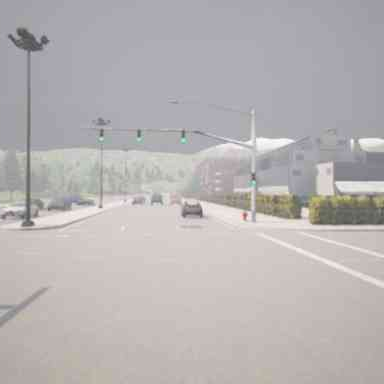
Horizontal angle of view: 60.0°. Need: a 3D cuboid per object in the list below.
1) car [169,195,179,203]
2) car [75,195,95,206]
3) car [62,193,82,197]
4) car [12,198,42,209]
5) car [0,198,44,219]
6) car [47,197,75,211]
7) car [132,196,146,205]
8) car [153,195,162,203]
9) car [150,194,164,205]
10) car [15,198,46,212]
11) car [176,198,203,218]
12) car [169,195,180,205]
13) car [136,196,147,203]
[{"bbox_3d":[-3.949,1.495,72.222,1.837,1.490,4.892,0,0,-5],"label":"car"},{"bbox_3d":[-17.489,1.673,55.005,1.895,1.301,4.718,0,0,-5],"label":"car"},{"bbox_3d":[-21.490,1.295,60.884,2.150,2.045,5.566,0,0,-5],"label":"car"},{"bbox_3d":[-23.888,1.587,48.388,2.033,1.411,5.357,0,0,-5],"label":"car"},{"bbox_3d":[-15.068,1.548,29.386,1.812,1.442,4.674,0,0,-5],"label":"car"},{"bbox_3d":[-16.160,1.608,40.640,1.994,1.385,4.181,0,0,-5],"label":"car"},{"bbox_3d":[-9.984,1.655,61.323,2.033,1.411,5.357,0,0,-5],"label":"car"},{"bbox_3d":[-7.434,1.462,71.901,1.882,1.535,5.008,0,0,-5],"label":"car"},{"bbox_3d":[-6.462,1.339,61.257,2.150,2.045,5.566,0,0,-5],"label":"car"},{"bbox_3d":[-19.684,1.536,40.749,1.837,1.490,4.892,0,1,-5],"label":"car"},{"bbox_3d":[-0.079,1.561,31.153,2.128,1.511,4.902,0,0,-6],"label":"car"},{"bbox_3d":[-3.037,1.481,62.232,2.097,1.767,4.553,0,0,-5],"label":"car"},{"bbox_3d":[-10.920,1.513,71.581,2.033,1.411,5.357,0,0,-5],"label":"car"}]
